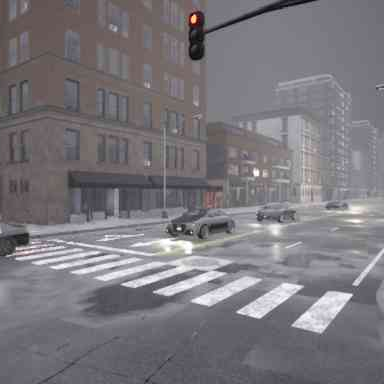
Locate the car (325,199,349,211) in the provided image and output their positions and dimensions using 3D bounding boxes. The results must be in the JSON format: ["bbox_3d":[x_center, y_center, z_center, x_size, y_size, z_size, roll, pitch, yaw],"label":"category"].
[{"bbox_3d":[18.328,1.574,41.861,2.033,1.411,5.357,0,0,36],"label":"car"}]

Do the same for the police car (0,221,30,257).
[{"bbox_3d":[-8.104,1.512,10.804,2.038,1.542,4.974,0,0,36],"label":"police car"}]

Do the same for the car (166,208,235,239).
[{"bbox_3d":[0.551,1.568,17.392,1.994,1.385,4.181,0,0,36],"label":"car"}]

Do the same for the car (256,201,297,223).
[{"bbox_3d":[6.642,1.511,25.810,1.837,1.490,4.892,0,0,36],"label":"car"}]
